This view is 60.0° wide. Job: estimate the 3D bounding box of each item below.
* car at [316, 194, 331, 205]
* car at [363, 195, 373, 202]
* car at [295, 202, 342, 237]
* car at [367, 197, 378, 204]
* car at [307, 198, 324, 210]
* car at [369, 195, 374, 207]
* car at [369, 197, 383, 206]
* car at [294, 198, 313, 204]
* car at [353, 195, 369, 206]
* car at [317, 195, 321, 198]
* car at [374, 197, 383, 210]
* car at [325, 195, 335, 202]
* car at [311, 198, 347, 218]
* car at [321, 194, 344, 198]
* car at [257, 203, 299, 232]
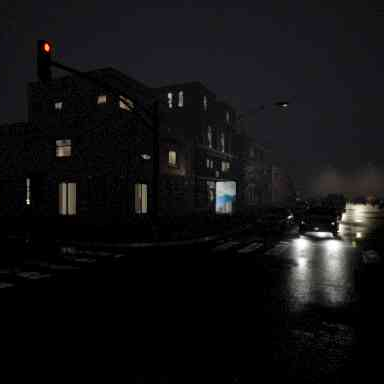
[{"bbox_3d":[23.938,1.331,60.389,2.192,1.841,5.009,0,0,25],"label":"car"},{"bbox_3d":[43.231,1.475,81.824,1.967,1.590,4.097,0,0,25],"label":"car"},{"bbox_3d":[7.126,1.528,18.418,1.812,1.442,4.674,0,0,26],"label":"car"},{"bbox_3d":[36.204,1.605,66.823,1.802,1.307,4.206,0,0,25],"label":"car"},{"bbox_3d":[16.838,1.534,45.233,1.752,1.417,4.829,0,0,25],"label":"car"},{"bbox_3d":[29.179,1.454,51.820,1.967,1.590,4.097,0,0,25],"label":"car"},{"bbox_3d":[31.520,1.568,56.822,2.008,1.369,4.403,0,0,25],"label":"car"},{"bbox_3d":[9.884,1.555,30.384,2.008,1.369,4.403,0,0,25],"label":"car"},{"bbox_3d":[28.852,1.494,57.244,1.882,1.535,5.008,0,0,25],"label":"car"},{"bbox_3d":[14.569,1.447,40.386,1.967,1.590,4.097,0,0,25],"label":"car"},{"bbox_3d":[24.494,1.561,41.820,2.008,1.369,4.403,0,0,25],"label":"car"},{"bbox_3d":[33.306,1.470,80.392,1.967,1.590,4.097,0,0,25],"label":"car"},{"bbox_3d":[11.556,1.496,27.775,2.128,1.511,4.902,0,0,25],"label":"car"},{"bbox_3d":[16.135,1.228,37.397,2.150,2.045,5.566,0,0,25],"label":"car"},{"bbox_3d":[5.200,1.584,20.383,1.802,1.307,4.206,0,0,25],"label":"car"}]
